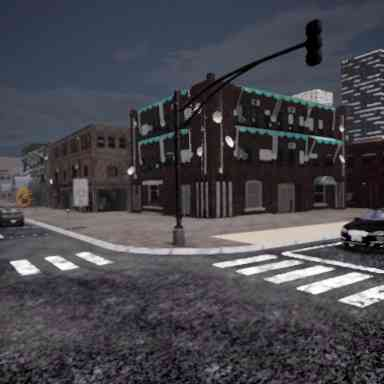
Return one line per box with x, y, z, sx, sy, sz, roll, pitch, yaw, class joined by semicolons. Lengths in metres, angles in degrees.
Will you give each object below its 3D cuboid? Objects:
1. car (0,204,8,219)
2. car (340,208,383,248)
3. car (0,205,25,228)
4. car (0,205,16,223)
-19.977;1.952;33.665;1.802;1.307;4.206;-2;0;-35;car
7.915;1.399;13.333;4.902;1.511;2.128;0;0;-35;car
-13.562;1.795;24.644;2.008;1.369;4.403;-2;0;-35;car
-16.770;1.890;29.155;1.802;1.307;4.206;-2;0;-35;car
